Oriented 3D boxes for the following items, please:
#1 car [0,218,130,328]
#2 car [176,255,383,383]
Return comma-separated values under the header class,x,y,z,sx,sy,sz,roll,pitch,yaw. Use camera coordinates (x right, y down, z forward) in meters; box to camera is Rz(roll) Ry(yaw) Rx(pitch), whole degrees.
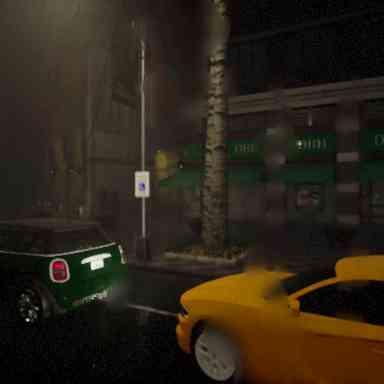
class,x,y,z,sx,sy,sz,roll,pitch,yaw
car,-3.614,1.347,7.093,4.553,1.767,2.097,0,0,28
car,2.109,1.477,3.698,5.008,1.535,1.882,0,0,34
